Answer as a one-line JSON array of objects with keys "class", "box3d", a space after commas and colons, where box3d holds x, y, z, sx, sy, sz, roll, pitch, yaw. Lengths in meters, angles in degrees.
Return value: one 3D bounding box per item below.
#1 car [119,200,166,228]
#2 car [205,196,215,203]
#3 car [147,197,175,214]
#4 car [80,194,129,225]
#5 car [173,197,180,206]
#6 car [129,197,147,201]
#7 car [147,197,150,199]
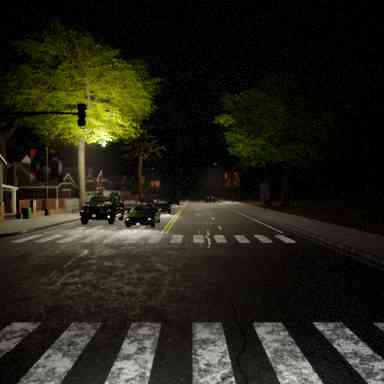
[{"class": "car", "box3d": [-3.230, 1.541, 22.649, 2.033, 1.411, 5.357, 0, 0, 0]}, {"class": "car", "box3d": [3.715, 1.506, 67.605, 1.837, 1.490, 4.892, 0, 0, 1]}, {"class": "car", "box3d": [-3.169, 1.556, 34.443, 1.994, 1.385, 4.181, 0, 0, 0]}, {"class": "car", "box3d": [-6.473, 1.214, 24.663, 2.150, 2.045, 5.566, 0, 0, 0]}, {"class": "car", "box3d": [-2.976, 1.544, 55.324, 2.033, 1.411, 5.357, 0, 0, 1]}, {"class": "car", "box3d": [-6.409, 1.540, 35.116, 2.033, 1.411, 5.357, 0, 0, 0]}, {"class": "car", "box3d": [-6.336, 1.486, 45.838, 2.128, 1.511, 4.902, 0, 0, 1]}]
